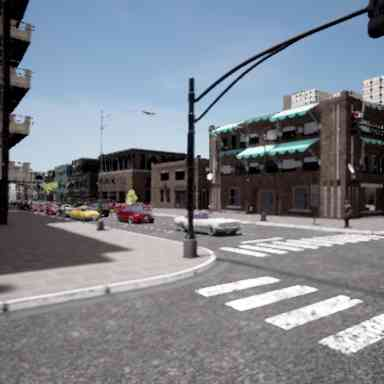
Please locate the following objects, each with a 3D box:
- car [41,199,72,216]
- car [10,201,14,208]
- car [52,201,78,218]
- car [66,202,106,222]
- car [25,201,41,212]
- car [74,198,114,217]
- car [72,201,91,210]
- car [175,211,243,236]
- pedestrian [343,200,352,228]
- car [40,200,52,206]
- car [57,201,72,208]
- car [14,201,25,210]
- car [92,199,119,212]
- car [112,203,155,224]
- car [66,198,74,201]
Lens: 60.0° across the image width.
[{"bbox_3d":[-16.662,2.004,40.763,1.967,1.590,4.097,0,-1,-36],"label":"car"},{"bbox_3d":[-33.171,2.452,63.853,1.887,1.381,4.507,0,-1,-36],"label":"car"},{"bbox_3d":[-13.391,2.046,36.122,2.008,1.369,4.403,0,-1,-36],"label":"car"},{"bbox_3d":[-10.037,1.950,31.333,1.752,1.417,4.829,0,-1,-36],"label":"car"},{"bbox_3d":[-23.278,2.140,49.991,1.967,1.590,4.097,0,-1,-36],"label":"car"},{"bbox_3d":[-11.070,1.740,37.410,2.150,2.045,5.566,1,-1,-35],"label":"car"},{"bbox_3d":[-19.835,2.384,59.598,1.752,1.417,4.829,0,-1,-36],"label":"car"},{"bbox_3d":[0.929,1.874,20.577,1.895,1.301,4.718,1,-1,-36],"label":"car"},{"bbox_3d":[10.399,1.458,22.354,0.375,1.860,0.375,0,0,-36],"label":"pedestrian"},{"bbox_3d":[-36.331,2.731,82.697,1.752,1.417,4.829,0,-1,-36],"label":"car"},{"bbox_3d":[-26.335,2.576,68.699,1.802,1.307,4.206,0,-1,-36],"label":"car"},{"bbox_3d":[-29.871,2.404,59.233,1.947,1.339,4.313,0,-1,-36],"label":"car"},{"bbox_3d":[-13.139,2.034,50.222,2.192,1.841,5.009,0,-1,-36],"label":"car"},{"bbox_3d":[-4.922,1.956,28.756,1.994,1.385,4.181,1,-1,-36],"label":"car"},{"bbox_3d":[-20.191,2.014,55.491,2.150,2.045,5.566,1,-1,-36],"label":"car"}]
